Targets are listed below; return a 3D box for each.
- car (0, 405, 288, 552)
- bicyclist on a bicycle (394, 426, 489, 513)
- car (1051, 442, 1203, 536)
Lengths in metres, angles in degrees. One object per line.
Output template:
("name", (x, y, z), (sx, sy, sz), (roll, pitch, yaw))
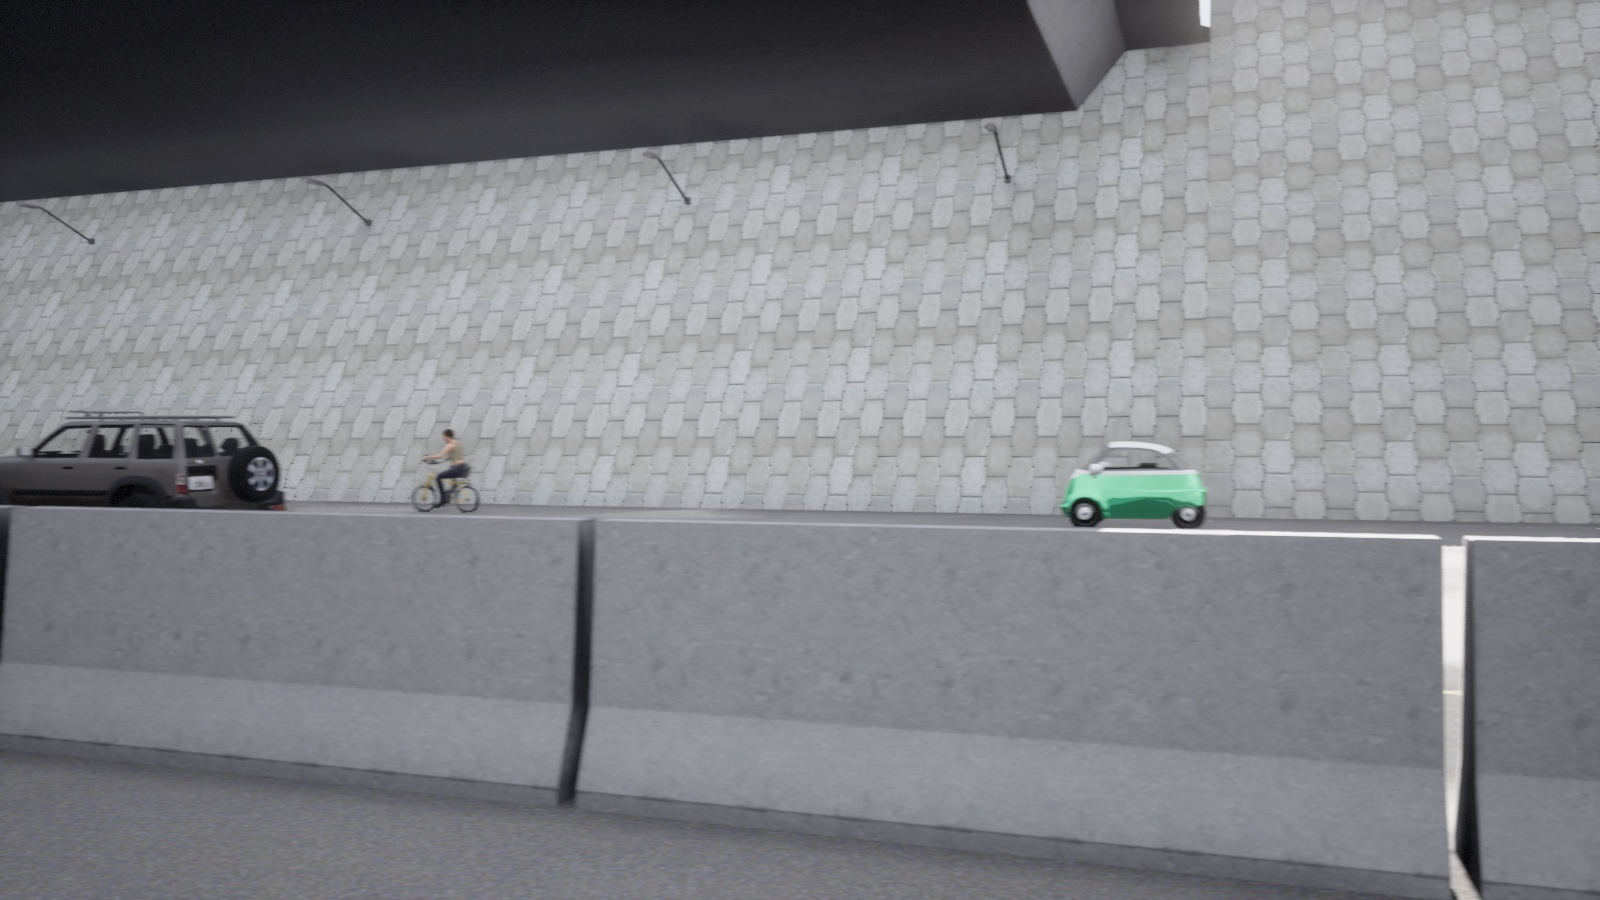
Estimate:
("car", (-9.705, 0.326, 17.515), (4.605, 1.855, 1.932), (0, 1, 19))
("bicyclist on a bicycle", (-6.832, 0.354, 23.948), (1.509, 1.612, 0.866), (1, 1, 19))
("car", (5.205, 0.582, 19.905), (2.207, 1.376, 1.481), (1, 1, 19))
